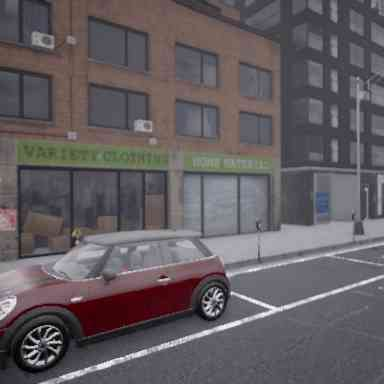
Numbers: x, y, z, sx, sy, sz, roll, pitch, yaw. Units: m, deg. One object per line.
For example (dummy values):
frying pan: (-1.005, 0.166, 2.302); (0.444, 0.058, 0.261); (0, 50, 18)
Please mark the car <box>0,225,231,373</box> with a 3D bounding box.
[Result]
car: (-1.370, 1.428, 5.558); (4.097, 1.590, 1.967); (0, 0, -36)
